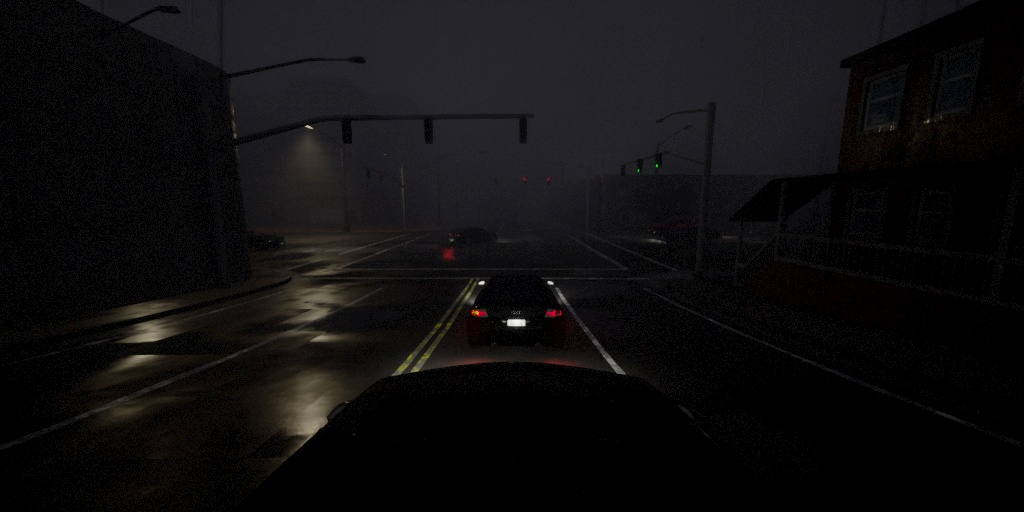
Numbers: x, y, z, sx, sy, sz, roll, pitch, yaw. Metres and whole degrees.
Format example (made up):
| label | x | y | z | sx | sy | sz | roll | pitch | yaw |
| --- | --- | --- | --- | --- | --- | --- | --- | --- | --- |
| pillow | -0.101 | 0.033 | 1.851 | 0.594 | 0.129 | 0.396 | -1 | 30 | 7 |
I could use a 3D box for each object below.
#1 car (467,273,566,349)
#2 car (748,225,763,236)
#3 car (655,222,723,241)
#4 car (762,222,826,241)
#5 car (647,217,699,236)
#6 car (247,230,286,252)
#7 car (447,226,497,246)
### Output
| label | x | y | z | sx | sy | sz | roll | pitch | yaw |
| --- | --- | --- | --- | --- | --- | --- | --- | --- | --- |
| car | 0.099 | 1.092 | 8.671 | 1.994 | 1.385 | 4.181 | 0 | 3 | 0 |
| car | 27.247 | -2.733 | 37.222 | 4.902 | 1.511 | 2.128 | 0 | 8 | 1 |
| car | 16.865 | -2.173 | 33.847 | 5.357 | 1.411 | 2.033 | 0 | 8 | 0 |
| car | 26.962 | -2.237 | 33.760 | 5.008 | 1.535 | 1.882 | 0 | 8 | 0 |
| car | 17.000 | -3.005 | 37.260 | 5.566 | 2.045 | 2.150 | 0 | 8 | 0 |
| car | -19.753 | -1.196 | 26.970 | 4.902 | 1.511 | 2.128 | 0 | 8 | 0 |
| car | -3.398 | -1.834 | 31.330 | 1.837 | 1.490 | 4.892 | 10 | 13 | 40 |
